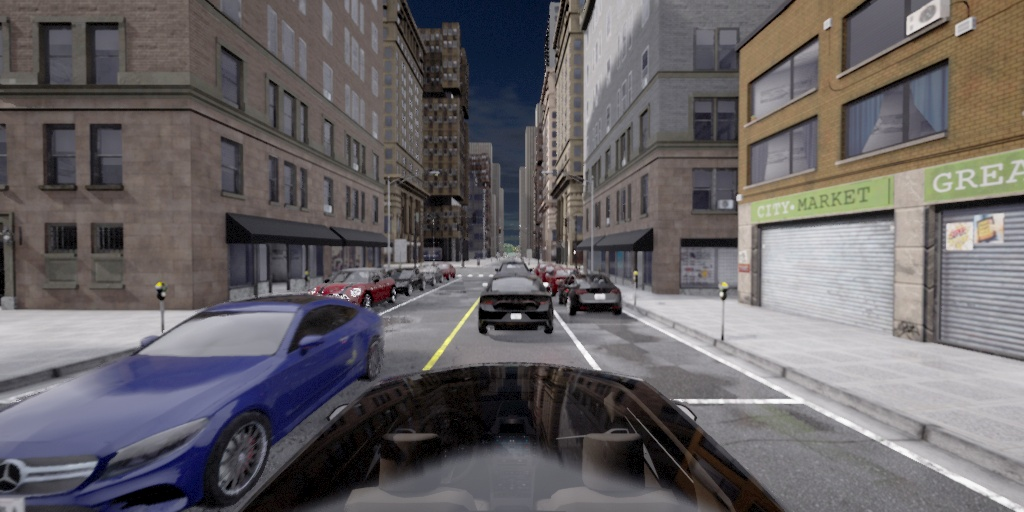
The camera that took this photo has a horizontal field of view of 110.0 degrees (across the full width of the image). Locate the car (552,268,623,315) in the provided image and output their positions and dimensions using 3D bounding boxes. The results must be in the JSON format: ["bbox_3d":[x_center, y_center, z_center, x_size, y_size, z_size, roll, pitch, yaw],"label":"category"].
[{"bbox_3d":[2.763,1.307,13.280,1.948,1.339,4.313,0,0,0],"label":"car"}]

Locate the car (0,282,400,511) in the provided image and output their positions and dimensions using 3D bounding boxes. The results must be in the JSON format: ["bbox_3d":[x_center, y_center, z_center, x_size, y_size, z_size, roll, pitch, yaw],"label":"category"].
[{"bbox_3d":[-3.099,1.273,4.500,1.812,1.442,4.674,0,0,0],"label":"car"}]

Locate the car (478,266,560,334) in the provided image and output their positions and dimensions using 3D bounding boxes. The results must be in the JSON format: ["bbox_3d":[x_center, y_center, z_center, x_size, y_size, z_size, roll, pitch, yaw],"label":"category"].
[{"bbox_3d":[0.099,1.221,10.609,1.882,1.535,5.008,0,0,0],"label":"car"}]

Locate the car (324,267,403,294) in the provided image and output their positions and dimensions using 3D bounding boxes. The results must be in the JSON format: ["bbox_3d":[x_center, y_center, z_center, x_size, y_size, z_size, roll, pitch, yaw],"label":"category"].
[{"bbox_3d":[-5.763,1.181,13.281,1.967,1.591,4.097,0,0,0],"label":"car"}]

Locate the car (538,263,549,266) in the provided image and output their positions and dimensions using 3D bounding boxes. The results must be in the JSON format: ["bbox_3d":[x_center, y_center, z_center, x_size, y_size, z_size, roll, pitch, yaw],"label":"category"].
[{"bbox_3d":[2.765,1.279,24.290,1.888,1.381,4.507,0,0,0],"label":"car"}]

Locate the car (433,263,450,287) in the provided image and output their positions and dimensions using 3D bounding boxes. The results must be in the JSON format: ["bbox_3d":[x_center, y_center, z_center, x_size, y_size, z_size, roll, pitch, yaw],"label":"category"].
[{"bbox_3d":[-5.761,1.285,24.292,2.007,1.370,4.403,0,0,0],"label":"car"}]

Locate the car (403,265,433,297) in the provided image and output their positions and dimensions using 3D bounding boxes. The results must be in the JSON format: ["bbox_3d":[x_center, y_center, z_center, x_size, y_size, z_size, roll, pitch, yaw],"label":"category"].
[{"bbox_3d":[-5.762,1.303,18.787,1.948,1.339,4.313,0,0,0],"label":"car"}]

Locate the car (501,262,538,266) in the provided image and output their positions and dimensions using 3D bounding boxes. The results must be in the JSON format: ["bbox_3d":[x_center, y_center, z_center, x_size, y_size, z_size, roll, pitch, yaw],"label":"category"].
[{"bbox_3d":[0.104,1.089,19.831,2.097,1.767,4.553,0,0,0],"label":"car"}]

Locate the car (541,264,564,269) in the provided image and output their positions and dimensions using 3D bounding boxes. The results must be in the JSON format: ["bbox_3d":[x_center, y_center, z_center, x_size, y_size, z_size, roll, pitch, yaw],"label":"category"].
[{"bbox_3d":[2.764,1.283,18.785,1.888,1.381,4.507,0,0,0],"label":"car"}]

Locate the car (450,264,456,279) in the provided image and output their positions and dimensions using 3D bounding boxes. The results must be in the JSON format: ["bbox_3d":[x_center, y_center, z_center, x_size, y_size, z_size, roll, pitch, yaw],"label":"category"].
[{"bbox_3d":[-5.760,1.276,29.797,1.888,1.381,4.507,0,0,0],"label":"car"}]
